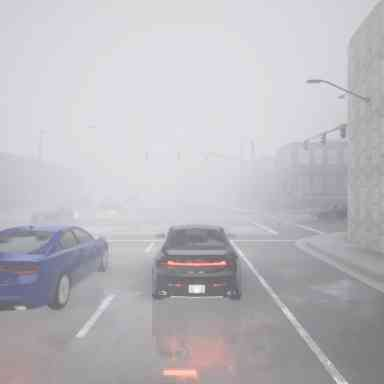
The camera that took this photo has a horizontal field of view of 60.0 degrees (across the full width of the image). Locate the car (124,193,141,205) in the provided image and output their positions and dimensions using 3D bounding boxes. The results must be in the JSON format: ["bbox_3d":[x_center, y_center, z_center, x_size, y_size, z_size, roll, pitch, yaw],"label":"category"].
[{"bbox_3d":[-10.407,1.223,58.796,2.150,2.045,5.566,0,0,0],"label":"car"}]

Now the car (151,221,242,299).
[{"bbox_3d":[0.103,1.505,8.431,1.837,1.490,4.892,0,0,0],"label":"car"}]

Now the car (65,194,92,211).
[{"bbox_3d":[-14.015,1.221,40.682,2.150,2.045,5.566,0,0,1],"label":"car"}]

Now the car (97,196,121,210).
[{"bbox_3d":[-10.470,1.352,42.179,2.097,1.767,4.553,0,0,0],"label":"car"}]

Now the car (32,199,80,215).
[{"bbox_3d":[-10.529,1.525,25.507,1.812,1.442,4.674,0,0,0],"label":"car"}]

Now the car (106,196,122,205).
[{"bbox_3d":[-13.900,1.525,59.365,1.812,1.442,4.674,0,0,1],"label":"car"}]

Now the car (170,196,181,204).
[{"bbox_3d":[-3.211,1.478,65.952,1.882,1.535,5.008,0,0,0],"label":"car"}]

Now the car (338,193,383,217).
[{"bbox_3d":[14.995,1.015,27.476,5.008,1.535,1.882,-5,0,0],"label":"car"}]

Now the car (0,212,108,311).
[{"bbox_3d":[-3.401,1.478,7.885,1.882,1.535,5.008,0,0,0],"label":"car"}]

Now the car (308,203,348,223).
[{"bbox_3d":[10.972,1.425,23.773,4.718,1.301,1.895,-3,0,0],"label":"car"}]
